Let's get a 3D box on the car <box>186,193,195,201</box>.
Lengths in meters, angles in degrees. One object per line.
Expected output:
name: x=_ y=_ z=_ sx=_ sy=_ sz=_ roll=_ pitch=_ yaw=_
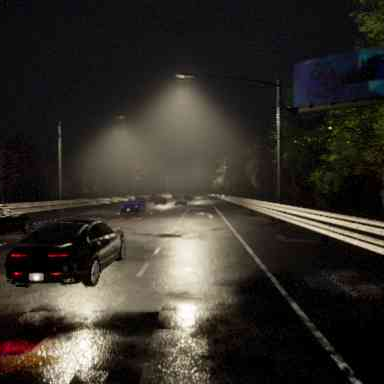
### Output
car: x=-1.074 y=1.315 z=80.694 sx=2.097 sy=1.767 sz=4.553 roll=-1 pitch=0 yaw=2

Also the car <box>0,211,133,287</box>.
car: x=-3.178 y=1.518 z=9.361 sx=1.837 sy=1.490 sz=4.892 roll=-1 pitch=0 yaw=2

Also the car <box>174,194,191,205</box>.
car: x=-1.767 y=1.494 z=57.016 sx=2.033 sy=1.411 sz=5.357 roll=-1 pitch=0 yaw=2

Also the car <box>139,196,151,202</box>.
car: x=-8.763 y=1.518 z=57.366 sx=1.837 sy=1.490 sz=4.892 roll=-1 pitch=0 yaw=2

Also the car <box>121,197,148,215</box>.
car: x=-5.958 y=1.521 z=33.821 sx=1.812 sy=1.442 sz=4.674 roll=-1 pitch=0 yaw=2

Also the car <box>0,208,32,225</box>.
car: x=-9.955 y=1.552 z=16.891 sx=2.128 sy=1.511 sz=4.902 roll=-1 pitch=0 yaw=2

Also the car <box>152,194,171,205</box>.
car: x=-5.267 y=1.506 z=57.209 sx=1.812 sy=1.442 sz=4.674 roll=-1 pitch=0 yaw=2
